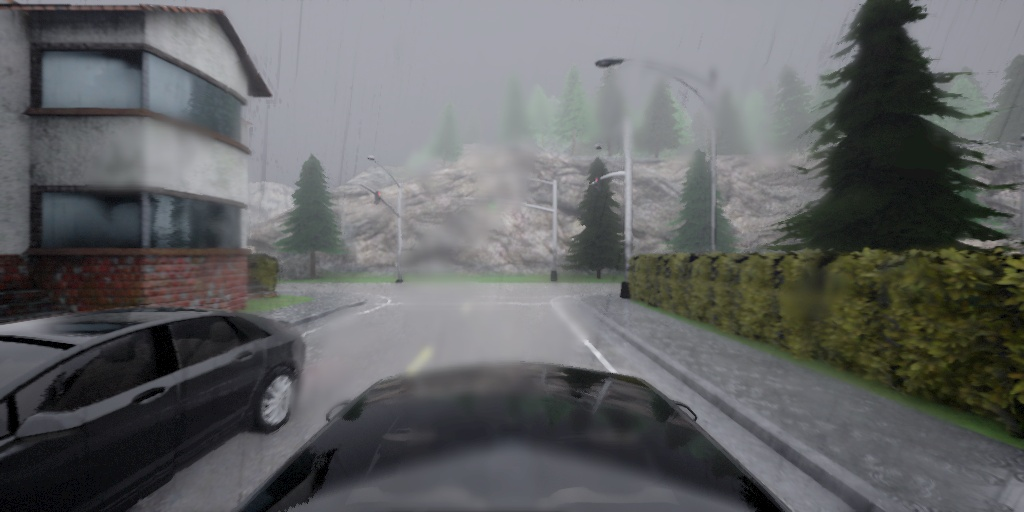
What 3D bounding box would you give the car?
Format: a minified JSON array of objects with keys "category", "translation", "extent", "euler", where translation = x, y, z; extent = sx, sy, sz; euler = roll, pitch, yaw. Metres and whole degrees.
[{"category":"car","translation":[-3.583,1.257,2.742],"extent":[1.837,1.490,4.892],"euler":[0,0,0]}]
